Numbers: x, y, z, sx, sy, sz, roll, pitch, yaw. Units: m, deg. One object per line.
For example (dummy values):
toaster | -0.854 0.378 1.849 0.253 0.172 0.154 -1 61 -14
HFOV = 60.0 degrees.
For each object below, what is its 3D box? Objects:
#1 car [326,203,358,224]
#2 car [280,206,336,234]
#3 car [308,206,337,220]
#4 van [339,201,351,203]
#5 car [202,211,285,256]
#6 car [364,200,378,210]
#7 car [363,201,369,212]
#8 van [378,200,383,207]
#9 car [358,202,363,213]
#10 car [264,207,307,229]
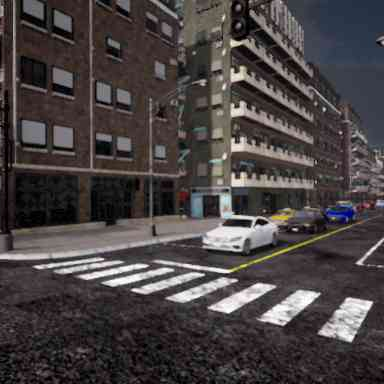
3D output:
car | 13.619 2.024 30.693 1.882 1.535 5.008 -1 -1 35
car | 7.812 1.936 22.430 2.033 1.411 5.357 -1 -1 35
car | 14.091 2.203 35.856 1.947 1.339 4.313 -2 -2 35
van | 20.579 2.155 45.111 1.690 1.788 3.998 -2 -2 35
car | 2.268 1.763 14.515 1.812 1.442 4.674 -1 -1 35
car | 33.557 2.482 63.610 2.192 1.841 5.009 -2 -2 35
car | 27.070 2.535 54.355 1.887 1.381 4.507 -2 -2 35
van | 46.500 2.863 82.133 1.690 1.788 3.998 -2 -2 35
car | 23.824 2.342 49.733 1.967 1.590 4.097 -2 -2 35
car | 7.504 1.983 26.468 1.752 1.417 4.829 -2 -2 35
